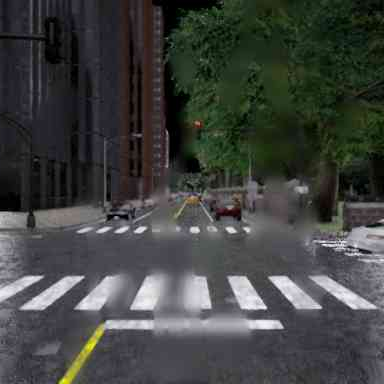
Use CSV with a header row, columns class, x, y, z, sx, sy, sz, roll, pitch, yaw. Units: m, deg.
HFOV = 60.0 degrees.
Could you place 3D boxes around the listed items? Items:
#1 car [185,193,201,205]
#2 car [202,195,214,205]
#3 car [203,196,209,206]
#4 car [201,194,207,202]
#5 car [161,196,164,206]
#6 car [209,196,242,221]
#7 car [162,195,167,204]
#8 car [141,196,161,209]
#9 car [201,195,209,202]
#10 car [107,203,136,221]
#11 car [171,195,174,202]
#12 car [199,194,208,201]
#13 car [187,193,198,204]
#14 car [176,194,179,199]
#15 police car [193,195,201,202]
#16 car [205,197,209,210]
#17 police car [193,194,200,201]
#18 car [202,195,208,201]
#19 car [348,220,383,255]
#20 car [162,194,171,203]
class,x,y,z,sx,sy,sz,roll,pitch,yaw
car,0.209,1.476,57.265,1.882,1.535,5.008,0,0,0
car,2.928,1.440,59.971,1.967,1.590,4.097,0,0,0
car,2.883,1.545,43.601,2.008,1.369,4.403,0,0,0
car,2.913,1.438,54.514,1.967,1.590,4.097,0,0,0
car,-5.627,1.577,49.074,1.802,1.307,4.206,0,0,0
car,2.838,1.304,27.232,2.192,1.841,5.009,0,0,0
car,-5.612,1.579,54.531,1.802,1.307,4.206,0,0,0
car,-5.642,1.544,43.617,2.008,1.369,4.403,0,0,0
car,2.974,1.533,76.510,1.752,1.417,4.829,0,0,0
car,-5.688,1.555,27.246,1.947,1.339,4.313,0,0,0
car,-5.567,1.318,70.902,2.192,1.841,5.009,0,0,0
car,3.004,1.331,87.253,2.192,1.841,5.009,0,0,0
car,0.186,1.243,67.391,2.150,2.045,5.566,0,0,0
car,-5.506,1.460,92.731,1.967,1.590,4.097,0,0,0
police car,1.116,1.434,78.003,1.930,1.638,5.238,0,0,0
car,2.868,1.558,38.144,1.947,1.339,4.313,0,0,0
police car,1.125,1.442,88.003,1.930,1.638,5.238,0,0,0
car,2.898,1.547,49.058,2.008,1.369,4.403,0,0,0
car,8.069,1.699,12.087,4.674,1.442,1.812,1,-1,-9
car,-5.582,1.583,65.446,1.802,1.307,4.206,0,0,0
